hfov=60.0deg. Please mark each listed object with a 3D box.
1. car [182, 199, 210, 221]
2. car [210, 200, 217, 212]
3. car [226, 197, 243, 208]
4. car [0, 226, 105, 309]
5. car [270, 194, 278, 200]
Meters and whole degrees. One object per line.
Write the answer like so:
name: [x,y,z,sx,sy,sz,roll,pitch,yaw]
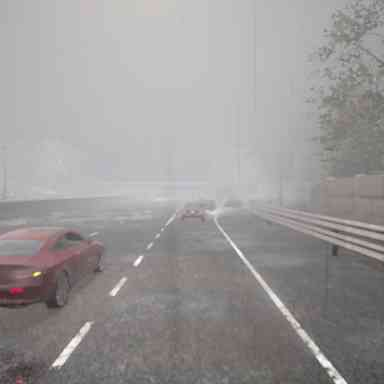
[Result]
car: [0.211,1.548,27.474,2.033,1.411,5.357,0,0,4]
car: [1.826,1.595,39.707,2.033,1.411,5.357,0,0,12]
car: [7.396,1.803,57.403,2.097,1.767,4.553,0,-1,24]
car: [-3.401,1.526,7.720,1.812,1.442,4.674,0,0,0]
car: [22.867,1.797,92.087,1.882,1.535,5.008,0,3,21]
